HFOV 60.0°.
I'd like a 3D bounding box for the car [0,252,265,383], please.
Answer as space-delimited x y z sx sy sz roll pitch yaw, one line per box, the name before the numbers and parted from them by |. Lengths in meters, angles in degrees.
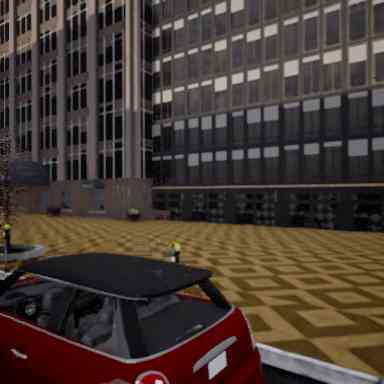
car | -1.371 1.442 3.858 4.097 1.590 1.967 0 0 36
